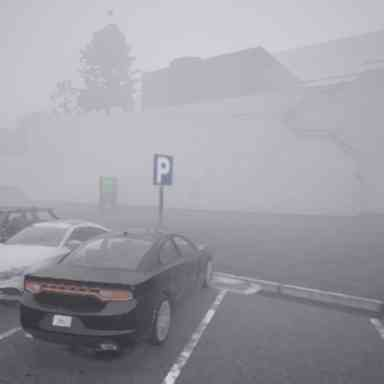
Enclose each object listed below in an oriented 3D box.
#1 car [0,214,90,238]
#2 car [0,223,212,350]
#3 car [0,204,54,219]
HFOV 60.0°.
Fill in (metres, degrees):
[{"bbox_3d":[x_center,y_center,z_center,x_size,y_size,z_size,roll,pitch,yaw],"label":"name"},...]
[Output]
[{"bbox_3d":[-3.364,1.459,8.197,2.002,1.452,4.674,1,0,15],"label":"car"},{"bbox_3d":[-0.926,1.448,6.448,2.097,1.535,5.008,1,0,15],"label":"car"},{"bbox_3d":[-5.797,1.261,9.968,2.185,1.767,4.553,1,0,15],"label":"car"}]
